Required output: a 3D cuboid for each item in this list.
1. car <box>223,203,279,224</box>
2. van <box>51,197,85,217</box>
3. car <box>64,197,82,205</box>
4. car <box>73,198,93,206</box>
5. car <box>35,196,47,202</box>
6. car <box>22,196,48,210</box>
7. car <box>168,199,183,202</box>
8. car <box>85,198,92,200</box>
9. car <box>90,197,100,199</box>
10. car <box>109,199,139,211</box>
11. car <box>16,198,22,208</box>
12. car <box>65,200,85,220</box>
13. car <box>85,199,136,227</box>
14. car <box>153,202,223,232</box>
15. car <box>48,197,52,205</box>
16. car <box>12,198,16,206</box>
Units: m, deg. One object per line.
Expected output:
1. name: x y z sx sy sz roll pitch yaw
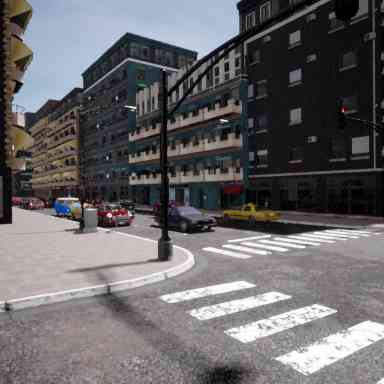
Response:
1. car: 4.070 1.498 24.434 1.752 1.417 4.829 -1 1 -36
2. van: -12.308 1.483 32.924 1.690 1.788 3.998 -1 1 -36
3. car: -21.587 1.646 60.307 2.008 1.369 4.403 -1 1 -36
4. car: -18.367 1.645 55.805 1.947 1.339 4.313 -1 1 -36
5. car: -37.685 1.729 82.814 1.887 1.381 4.507 -1 1 -36
6. car: -21.965 1.629 46.429 1.967 1.590 4.097 -1 1 -36
7. car: -2.271 1.442 33.297 1.967 1.590 4.097 -1 1 -36
8. car: -14.359 1.670 40.279 2.033 1.411 5.357 -1 0 -35
9. car: -15.150 1.503 51.303 1.967 1.590 4.097 -1 1 -36
10. car: -8.709 1.582 42.301 2.008 1.369 4.403 -1 1 -36
11. car: -25.183 1.771 50.931 1.947 1.339 4.313 -1 1 -36
12. car: -8.986 1.652 28.286 1.752 1.417 4.829 -1 1 -36
13. car: -5.867 1.553 23.923 1.967 1.590 4.097 -1 1 -36
14. car: -0.615 1.607 21.081 2.033 1.411 5.357 -1 0 -32
15. car: -25.392 1.648 61.174 1.837 1.490 4.892 -1 0 -36
16. car: -31.622 1.784 59.934 1.887 1.381 4.507 -1 1 -36
